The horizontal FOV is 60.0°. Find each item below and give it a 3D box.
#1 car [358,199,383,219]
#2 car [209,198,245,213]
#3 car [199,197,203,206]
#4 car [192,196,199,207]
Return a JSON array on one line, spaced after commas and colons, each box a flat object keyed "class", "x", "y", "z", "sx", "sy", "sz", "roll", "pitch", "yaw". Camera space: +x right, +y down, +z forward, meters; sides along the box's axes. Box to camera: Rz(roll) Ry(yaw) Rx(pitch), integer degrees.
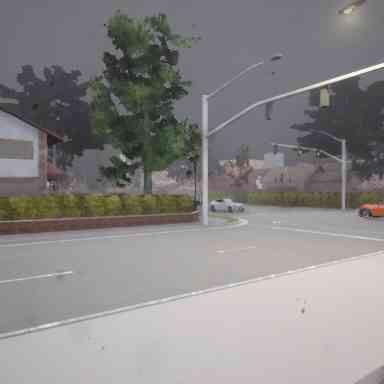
[{"class": "car", "x": 15.577, "y": 1.279, "z": 26.155, "sx": 2.097, "sy": 1.767, "sz": 4.553, "roll": 0, "pitch": 0, "yaw": -35}, {"class": "car", "x": 3.737, "y": 1.426, "z": 36.320, "sx": 1.812, "sy": 1.442, "sz": 4.674, "roll": 0, "pitch": 0, "yaw": -36}, {"class": "car", "x": 0.307, "y": 1.361, "z": 47.342, "sx": 2.128, "sy": 1.511, "sz": 4.902, "roll": 0, "pitch": 0, "yaw": -36}, {"class": "car", "x": -1.666, "y": 1.372, "z": 43.761, "sx": 2.128, "sy": 1.511, "sz": 4.902, "roll": 0, "pitch": 0, "yaw": -36}]
